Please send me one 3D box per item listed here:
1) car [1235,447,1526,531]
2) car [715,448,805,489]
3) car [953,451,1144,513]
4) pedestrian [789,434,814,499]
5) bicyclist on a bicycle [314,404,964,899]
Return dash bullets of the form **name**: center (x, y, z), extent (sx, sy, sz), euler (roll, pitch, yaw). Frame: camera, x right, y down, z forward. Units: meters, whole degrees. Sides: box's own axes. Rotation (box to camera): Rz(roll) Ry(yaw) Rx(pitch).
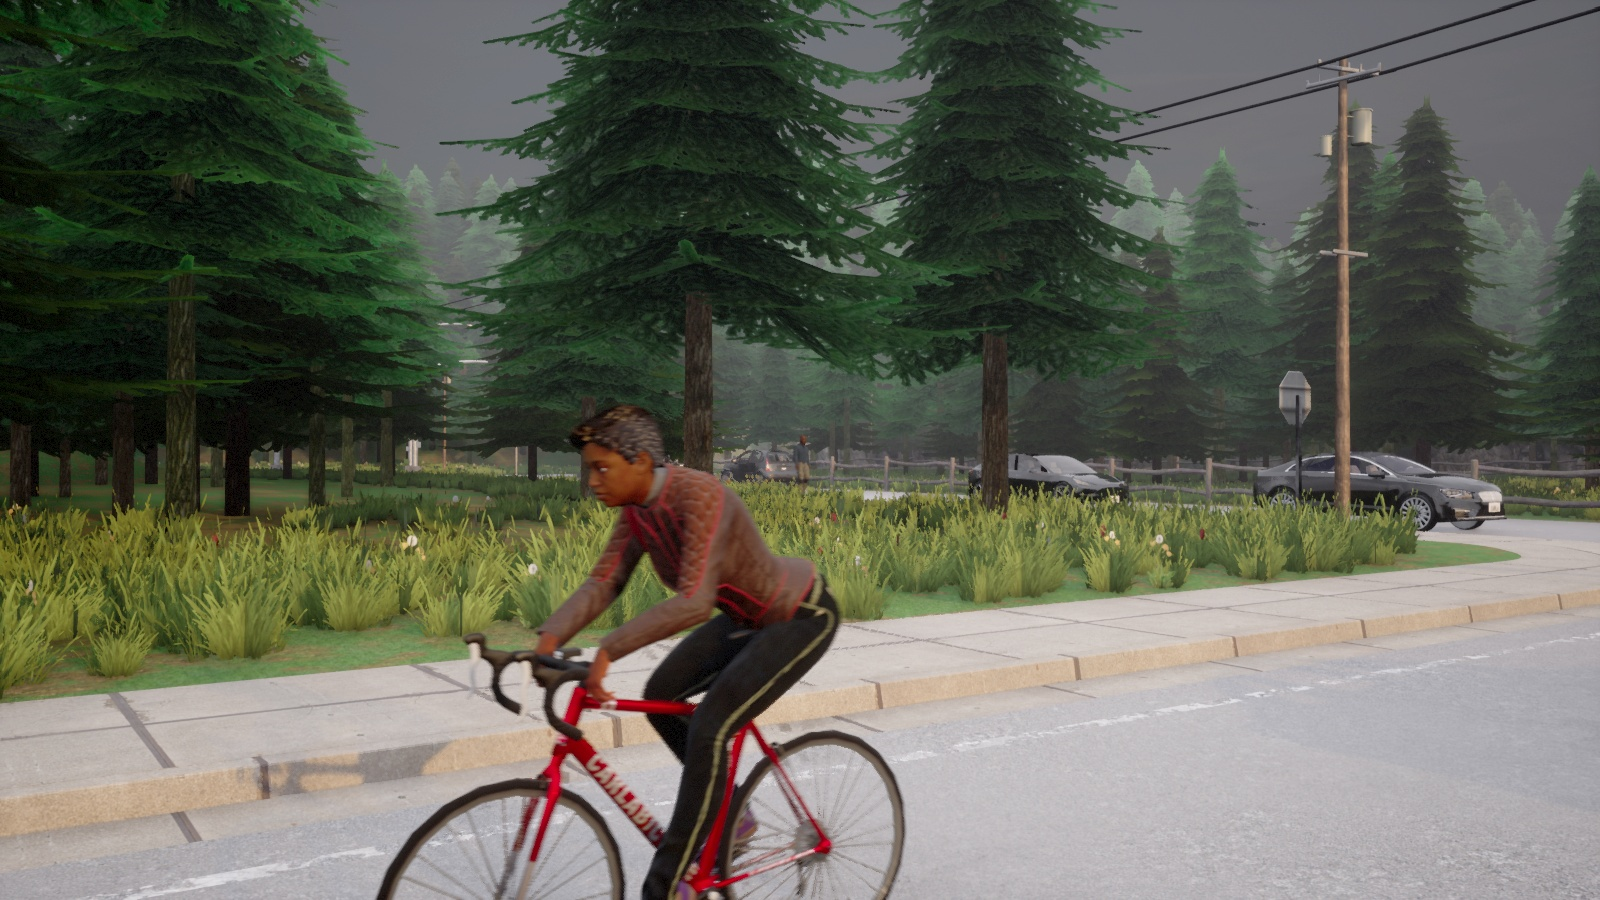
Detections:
- **car**: center (11.409, 0.703, 25.054), extent (2.128, 1.511, 4.902), euler (0, 0, -32)
- **car**: center (-1.681, 0.746, 51.447), extent (1.851, 1.617, 3.988), euler (0, 0, -34)
- **car**: center (6.418, 0.777, 32.963), extent (2.163, 1.488, 4.792), euler (0, 0, -33)
- **pedestrian**: center (0.043, 0.457, 35.892), extent (0.370, 1.835, 0.726), euler (0, 0, -37)
- **bicyclist on a bicycle**: center (-0.374, 0.707, 3.401), extent (1.656, 1.620, 0.582), euler (0, 0, -35)
